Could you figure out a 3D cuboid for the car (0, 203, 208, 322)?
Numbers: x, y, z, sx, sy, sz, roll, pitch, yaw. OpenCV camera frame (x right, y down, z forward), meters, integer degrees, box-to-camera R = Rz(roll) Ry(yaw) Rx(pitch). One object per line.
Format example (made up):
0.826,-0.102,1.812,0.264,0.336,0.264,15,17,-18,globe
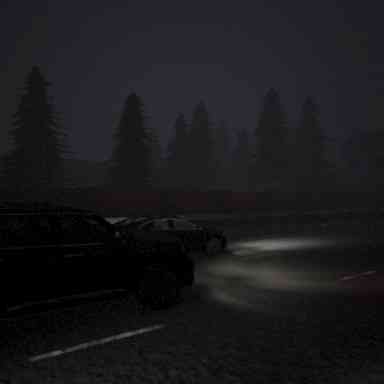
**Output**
-2.607,1.237,6.186,5.566,2.045,2.150,0,0,-35,car

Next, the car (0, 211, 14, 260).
-8.587,1.468,10.520,5.008,1.535,1.882,0,0,-35,car

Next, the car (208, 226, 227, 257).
-0.942,1.552,11.670,4.902,1.511,2.128,1,0,-35,car
